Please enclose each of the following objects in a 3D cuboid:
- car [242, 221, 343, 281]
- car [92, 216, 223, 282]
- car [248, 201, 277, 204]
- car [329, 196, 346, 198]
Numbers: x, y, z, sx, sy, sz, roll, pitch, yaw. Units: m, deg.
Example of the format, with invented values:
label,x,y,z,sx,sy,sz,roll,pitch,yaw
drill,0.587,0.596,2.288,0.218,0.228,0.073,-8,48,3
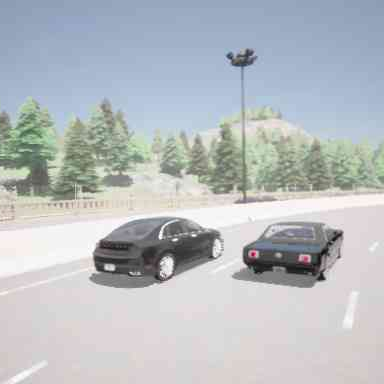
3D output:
label,x,y,z,sx,sy,sz,roll,pitch,yaw
car,3.169,1.486,9.644,1.895,1.301,4.718,-1,0,31
car,-0.717,1.471,9.866,1.837,1.490,4.892,-1,0,30
car,8.472,1.196,38.656,4.181,1.385,1.994,-1,0,-44
car,18.601,0.963,42.810,4.181,1.385,1.994,-1,0,-38
